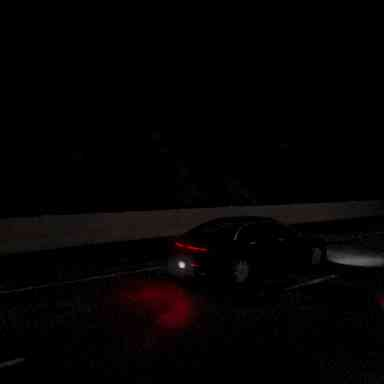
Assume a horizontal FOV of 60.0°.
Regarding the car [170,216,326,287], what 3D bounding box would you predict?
[{"bbox_3d":[1.730,1.431,9.185,4.892,1.490,1.837,-1,0,-35],"label":"car"}]
